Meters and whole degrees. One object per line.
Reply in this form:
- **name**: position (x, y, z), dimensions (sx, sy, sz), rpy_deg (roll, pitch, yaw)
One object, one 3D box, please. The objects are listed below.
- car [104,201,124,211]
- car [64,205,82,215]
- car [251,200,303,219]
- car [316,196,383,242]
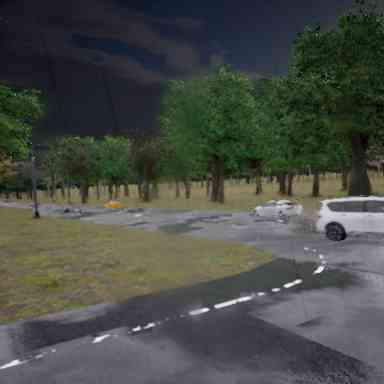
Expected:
- **car**: position (-13.245, 2.276, 56.400), dimensions (1.882, 1.535, 5.008), rpy_deg (-5, 1, -36)
- **car**: position (-18.661, 2.744, 52.020), dimensions (2.128, 1.511, 4.902), rpy_deg (-5, 1, -35)
- **car**: position (7.154, 1.456, 28.373), dimensions (1.812, 1.442, 4.674), rpy_deg (-5, 1, -36)
- **car**: position (8.347, 1.204, 14.894), dimensions (2.150, 2.045, 5.566), rpy_deg (-3, -2, -36)
